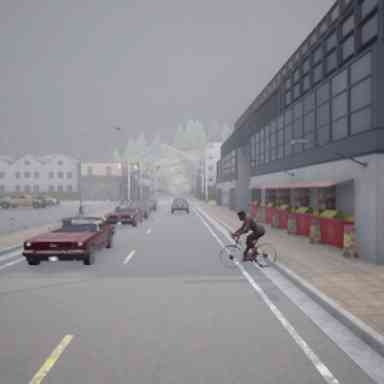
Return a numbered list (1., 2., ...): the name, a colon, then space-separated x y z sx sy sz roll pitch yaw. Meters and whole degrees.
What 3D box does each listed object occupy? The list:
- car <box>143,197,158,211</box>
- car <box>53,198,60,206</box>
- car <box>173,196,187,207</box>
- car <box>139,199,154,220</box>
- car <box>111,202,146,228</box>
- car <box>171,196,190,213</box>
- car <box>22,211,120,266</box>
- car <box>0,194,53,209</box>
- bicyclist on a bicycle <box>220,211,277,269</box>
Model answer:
1. car: -4.908 1.382 37.798 2.128 1.511 4.902 0 0 -2
2. car: -19.650 1.124 44.246 3.806 1.475 1.970 0 0 -2
3. car: -1.753 1.362 48.209 1.837 1.490 4.892 0 0 -2
4. car: -4.495 1.522 27.242 1.994 1.385 4.181 0 0 -2
5. car: -4.382 1.538 21.863 1.895 1.301 4.718 0 0 -2
6. car: -1.239 1.443 35.186 2.033 1.411 5.357 0 0 -2
7. car: -3.992 1.568 11.584 1.895 1.301 4.718 0 0 -2
8. car: -19.079 1.064 37.845 5.027 1.636 2.152 0 0 -2
9. bicyclist on a bicycle: 1.591 1.367 9.463 1.656 1.620 0.582 -1 0 -2
